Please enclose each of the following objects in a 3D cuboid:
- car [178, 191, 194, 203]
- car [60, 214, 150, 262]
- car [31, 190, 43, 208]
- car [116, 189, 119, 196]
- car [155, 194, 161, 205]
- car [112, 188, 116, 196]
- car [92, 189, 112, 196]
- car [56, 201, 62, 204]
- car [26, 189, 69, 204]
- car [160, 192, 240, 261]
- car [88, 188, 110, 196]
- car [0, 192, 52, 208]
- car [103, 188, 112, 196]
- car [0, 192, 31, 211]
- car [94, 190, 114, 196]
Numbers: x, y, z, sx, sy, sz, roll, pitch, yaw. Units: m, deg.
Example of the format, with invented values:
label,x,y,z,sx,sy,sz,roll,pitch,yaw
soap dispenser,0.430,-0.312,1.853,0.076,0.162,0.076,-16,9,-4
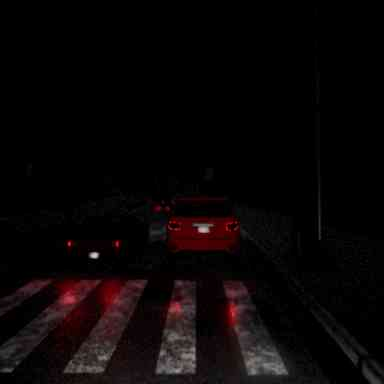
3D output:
label,x,y,z,sx,sy,sz,roll,pitch,yaw
car,-0.951,0.696,46.932,1.882,1.535,5.008,1,1,-5
car,-2.632,1.401,11.296,1.895,1.301,4.718,0,1,1
car,-16.823,0.800,31.374,4.892,1.521,2.231,-1,2,-22
car,-23.453,-0.052,90.308,5.566,2.045,2.435,0,-1,-27
car,-3.463,0.884,40.527,1.895,1.301,4.718,1,1,-4
car,-22.162,0.162,81.525,5.366,1.575,1.946,0,0,-27
car,-22.736,0.046,84.372,4.553,1.767,2.185,0,0,-27
car,-17.176,0.689,37.271,5.008,1.535,2.097,-1,1,-23
car,-17.429,0.511,40.202,4.553,1.767,2.185,-1,1,-24
car,0.357,1.033,11.618,2.150,2.045,5.566,0,2,1
car,-21.971,0.042,78.470,4.553,1.767,2.185,0,0,-27
car,-16.996,0.784,34.328,4.674,1.452,2.002,-1,1,-23
car,-21.549,0.174,75.532,5.008,1.535,2.097,0,1,-27
car,-16.725,0.886,28.410,4.792,1.488,2.163,-1,1,-22
car,-23.095,0.221,87.335,4.674,1.452,2.002,0,0,-27
